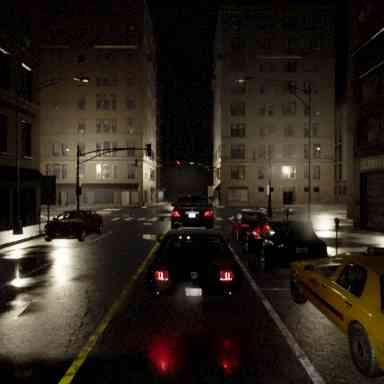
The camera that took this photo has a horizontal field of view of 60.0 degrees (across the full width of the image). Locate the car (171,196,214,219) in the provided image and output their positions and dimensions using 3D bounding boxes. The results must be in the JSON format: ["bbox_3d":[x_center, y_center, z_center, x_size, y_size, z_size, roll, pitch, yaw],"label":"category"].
[{"bbox_3d":[0.008,1.216,18.477,2.150,2.045,5.566,0,0,0],"label":"car"}]

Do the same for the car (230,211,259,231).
[{"bbox_3d":[2.876,1.577,16.315,1.802,1.307,4.206,-1,0,0],"label":"car"}]

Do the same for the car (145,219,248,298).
[{"bbox_3d":[0.049,1.599,8.485,1.895,1.301,4.718,0,0,0],"label":"car"}]

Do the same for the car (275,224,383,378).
[{"bbox_3d":[2.866,1.524,5.313,1.752,1.417,4.829,-1,0,0],"label":"car"}]

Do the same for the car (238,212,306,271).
[{"bbox_3d":[2.871,1.563,10.730,1.947,1.339,4.313,-1,0,0],"label":"car"}]

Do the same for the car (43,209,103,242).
[{"bbox_3d":[-5.670,1.540,16.320,1.887,1.381,4.507,-1,0,0],"label":"car"}]
